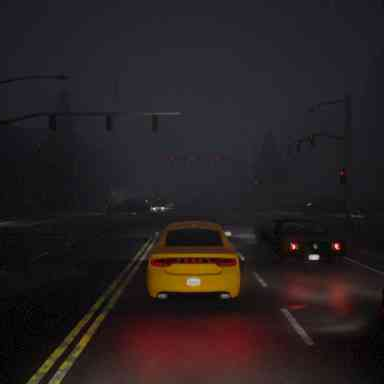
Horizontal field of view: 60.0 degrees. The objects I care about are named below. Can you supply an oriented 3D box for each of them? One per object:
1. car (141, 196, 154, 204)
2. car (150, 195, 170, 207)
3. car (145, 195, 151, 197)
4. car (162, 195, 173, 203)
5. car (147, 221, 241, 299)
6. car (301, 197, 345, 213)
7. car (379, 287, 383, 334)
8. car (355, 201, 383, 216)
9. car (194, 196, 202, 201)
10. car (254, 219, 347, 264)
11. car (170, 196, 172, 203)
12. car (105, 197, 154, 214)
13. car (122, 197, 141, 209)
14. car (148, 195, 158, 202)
[{"bbox_3d":[-8.645,1.519,65.394,2.033,1.411,5.357,0,0,-1],"label":"car"},{"bbox_3d":[-4.803,1.542,50.397,1.994,1.385,4.181,0,0,-1],"label":"car"},{"bbox_3d":[-8.431,1.523,55.238,2.033,1.411,5.357,0,0,-1],"label":"car"},{"bbox_3d":[-5.253,1.494,70.845,2.128,1.511,4.902,0,0,-1],"label":"car"},{"bbox_3d":[0.033,1.474,8.487,1.882,1.535,5.008,0,0,0],"label":"car"},{"bbox_3d":[14.080,1.336,35.576,4.553,1.767,2.097,0,0,-2],"label":"car"},{"bbox_3d":[3.597,1.476,2.721,1.882,1.535,5.008,0,0,0],"label":"car"},{"bbox_3d":[18.770,1.533,32.211,5.357,1.411,2.033,0,0,-2],"label":"car"},{"bbox_3d":[1.483,1.560,81.094,1.895,1.301,4.718,0,0,-1],"label":"car"},{"bbox_3d":[3.501,1.596,11.811,1.895,1.301,4.718,0,0,-1],"label":"car"},{"bbox_3d":[-5.051,1.325,60.630,2.097,1.767,4.553,0,0,-1],"label":"car"},{"bbox_3d":[-6.591,1.510,34.402,4.674,1.442,1.812,0,0,-3],"label":"car"},{"bbox_3d":[-8.215,1.485,45.501,1.837,1.490,4.892,0,0,0],"label":"car"},{"bbox_3d":[-8.878,1.438,75.605,1.882,1.535,5.008,0,0,-1],"label":"car"}]
